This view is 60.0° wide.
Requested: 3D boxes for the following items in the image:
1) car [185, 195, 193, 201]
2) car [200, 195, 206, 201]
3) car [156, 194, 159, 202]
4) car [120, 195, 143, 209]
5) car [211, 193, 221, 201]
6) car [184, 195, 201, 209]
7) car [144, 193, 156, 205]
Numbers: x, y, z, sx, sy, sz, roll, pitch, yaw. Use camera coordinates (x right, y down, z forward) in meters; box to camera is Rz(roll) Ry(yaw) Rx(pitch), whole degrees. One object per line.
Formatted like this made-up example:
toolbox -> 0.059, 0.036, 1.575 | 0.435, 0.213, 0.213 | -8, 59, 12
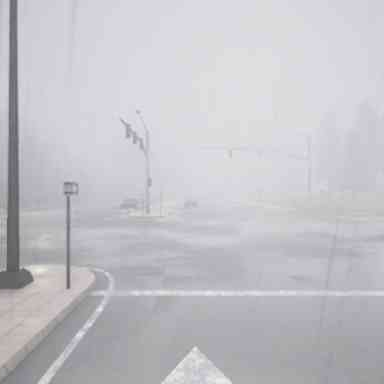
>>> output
car -> -0.795, 1.446, 86.093 | 1.837, 1.490, 4.892 | 0, 0, -1
car -> 2.704, 1.470, 86.156 | 1.812, 1.442, 4.674 | 0, 0, -1
car -> -8.634, 1.304, 75.791 | 2.097, 1.767, 4.553 | 0, 0, -1
car -> -8.232, 1.519, 44.530 | 2.033, 1.411, 5.357 | 0, 0, -1
car -> 6.204, 1.171, 86.165 | 2.150, 2.045, 5.566 | 0, 0, -1
car -> -0.147, 1.497, 45.050 | 1.812, 1.442, 4.674 | 0, 0, -1
car -> -8.435, 1.185, 60.266 | 2.150, 2.045, 5.566 | 0, 0, 0
